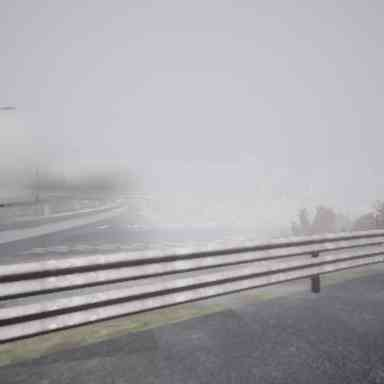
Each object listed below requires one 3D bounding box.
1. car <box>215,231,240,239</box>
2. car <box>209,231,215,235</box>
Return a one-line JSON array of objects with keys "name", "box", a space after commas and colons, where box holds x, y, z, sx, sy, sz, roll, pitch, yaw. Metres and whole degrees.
[{"name": "car", "box": [7.804, 9.420, 69.611, 4.553, 1.767, 2.097, 0, 0, -17]}, {"name": "car", "box": [6.778, 9.417, 72.957, 4.553, 1.767, 2.097, 0, 0, -17]}]
